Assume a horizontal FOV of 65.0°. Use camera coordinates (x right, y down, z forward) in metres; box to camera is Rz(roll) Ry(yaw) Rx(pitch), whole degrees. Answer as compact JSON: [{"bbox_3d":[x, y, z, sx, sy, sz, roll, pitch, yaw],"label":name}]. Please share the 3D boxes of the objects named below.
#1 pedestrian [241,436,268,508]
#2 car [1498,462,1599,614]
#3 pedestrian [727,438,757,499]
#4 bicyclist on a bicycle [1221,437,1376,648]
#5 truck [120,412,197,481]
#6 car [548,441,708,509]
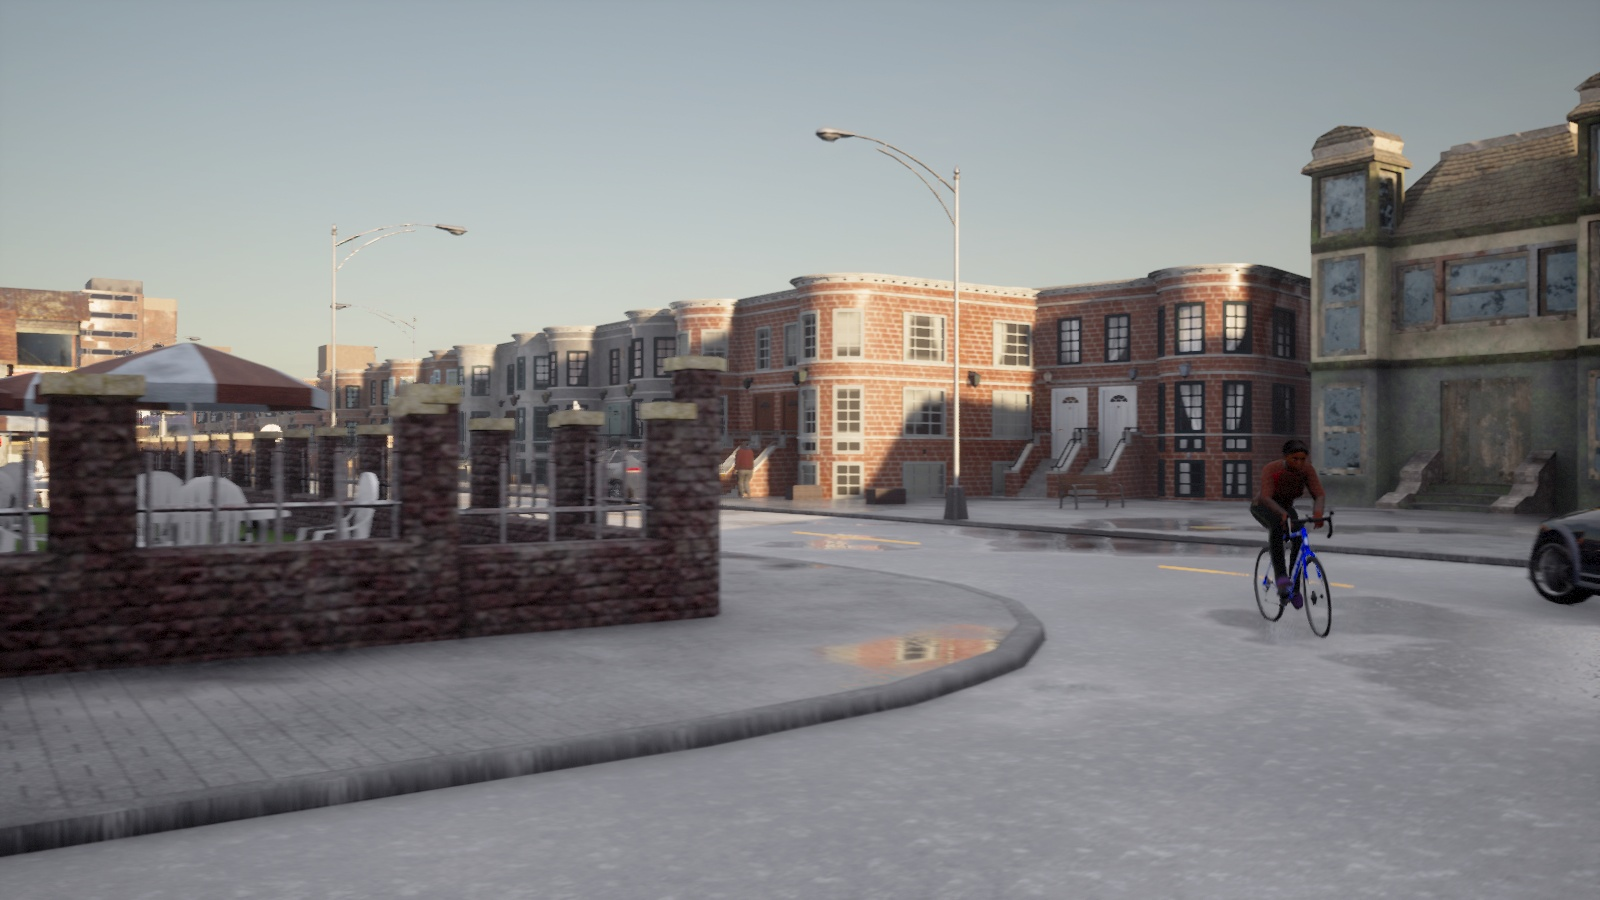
[{"bbox_3d":[-14.399,0.567,33.164,0.563,1.883,0.849,0,0,-30],"label":"pedestrian"},{"bbox_3d":[8.395,0.821,11.338,1.994,1.385,4.181,0,0,2],"label":"car"},{"bbox_3d":[-1.765,0.553,38.092,0.634,1.844,0.899,0,0,-21],"label":"pedestrian"},{"bbox_3d":[4.161,0.717,10.607,0.582,1.620,1.656,-2,0,-1],"label":"bicyclist on a bicycle"},{"bbox_3d":[-37.832,-0.157,73.907,2.891,3.827,8.468,0,0,-35],"label":"truck"},{"bbox_3d":[-4.652,0.616,33.264,2.152,1.651,5.027,0,0,-35],"label":"car"}]
